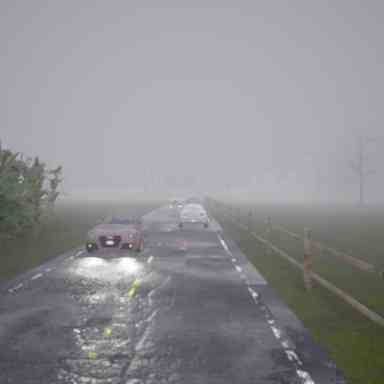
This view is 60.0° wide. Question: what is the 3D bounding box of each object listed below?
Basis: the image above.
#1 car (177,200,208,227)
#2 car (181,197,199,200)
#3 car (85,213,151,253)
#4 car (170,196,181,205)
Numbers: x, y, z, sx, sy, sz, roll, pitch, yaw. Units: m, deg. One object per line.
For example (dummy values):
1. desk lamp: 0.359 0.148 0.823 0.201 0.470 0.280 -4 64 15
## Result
1. car: 0.089 1.537 22.666 1.812 1.442 4.674 0 0 0
2. car: 0.084 1.362 38.433 2.097 1.767 4.553 0 0 0
3. car: -2.857 1.573 13.595 1.994 1.385 4.181 0 0 0
4. car: -2.772 1.489 59.078 1.882 1.535 5.008 0 0 0
